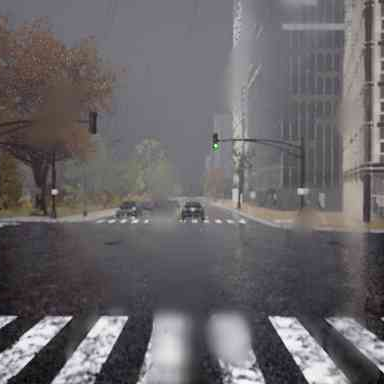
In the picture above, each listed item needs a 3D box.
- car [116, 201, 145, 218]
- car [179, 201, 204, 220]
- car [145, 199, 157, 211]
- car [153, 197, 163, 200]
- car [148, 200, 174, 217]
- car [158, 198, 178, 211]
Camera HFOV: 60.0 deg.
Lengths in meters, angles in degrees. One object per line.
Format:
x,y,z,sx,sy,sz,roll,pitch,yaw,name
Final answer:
-6.606,1.727,35.277,2.097,1.767,4.553,0,-1,0,car
0.084,1.693,32.226,2.097,1.767,4.553,0,-1,0,car
-6.600,2.060,47.372,2.033,1.411,5.357,0,-1,0,car
-6.549,1.927,64.115,2.150,2.045,5.566,0,-1,0,car
-3.353,1.914,36.464,1.812,1.442,4.674,0,-1,0,car
-3.354,2.005,46.260,1.837,1.490,4.892,0,-1,0,car
